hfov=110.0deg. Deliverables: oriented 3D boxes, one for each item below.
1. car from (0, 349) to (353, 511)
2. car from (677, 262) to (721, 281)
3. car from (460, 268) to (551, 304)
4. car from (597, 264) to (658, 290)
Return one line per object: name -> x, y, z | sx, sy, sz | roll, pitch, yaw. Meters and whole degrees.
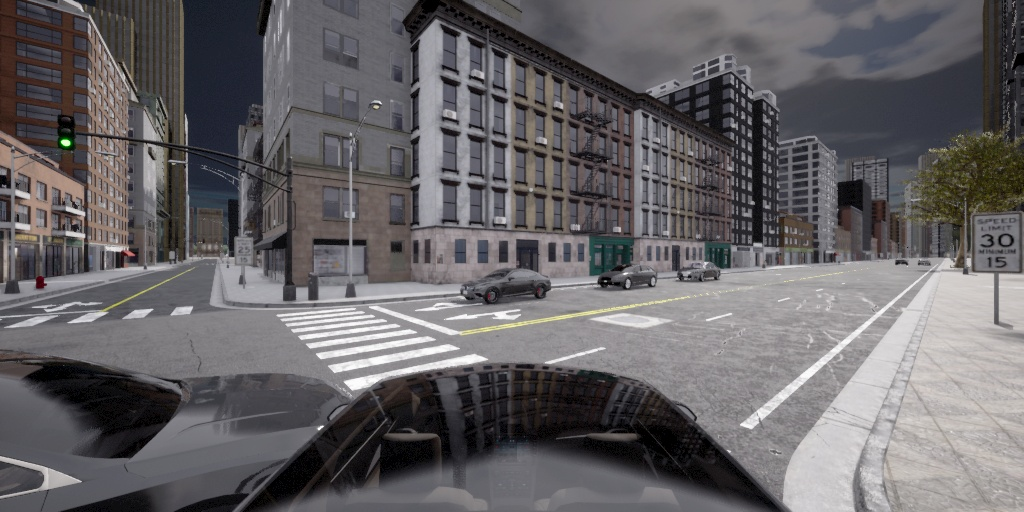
car -> -3.237, 1.257, 1.661 | 4.892, 1.490, 1.837 | 0, 0, -35
car -> 15.420, 1.234, 29.482 | 4.902, 1.511, 2.128 | 0, 0, -39
car -> -0.176, 1.286, 16.658 | 4.674, 1.442, 1.812 | 0, 0, -39
car -> 7.464, 1.257, 22.946 | 4.892, 1.490, 1.837 | 0, 0, -39
